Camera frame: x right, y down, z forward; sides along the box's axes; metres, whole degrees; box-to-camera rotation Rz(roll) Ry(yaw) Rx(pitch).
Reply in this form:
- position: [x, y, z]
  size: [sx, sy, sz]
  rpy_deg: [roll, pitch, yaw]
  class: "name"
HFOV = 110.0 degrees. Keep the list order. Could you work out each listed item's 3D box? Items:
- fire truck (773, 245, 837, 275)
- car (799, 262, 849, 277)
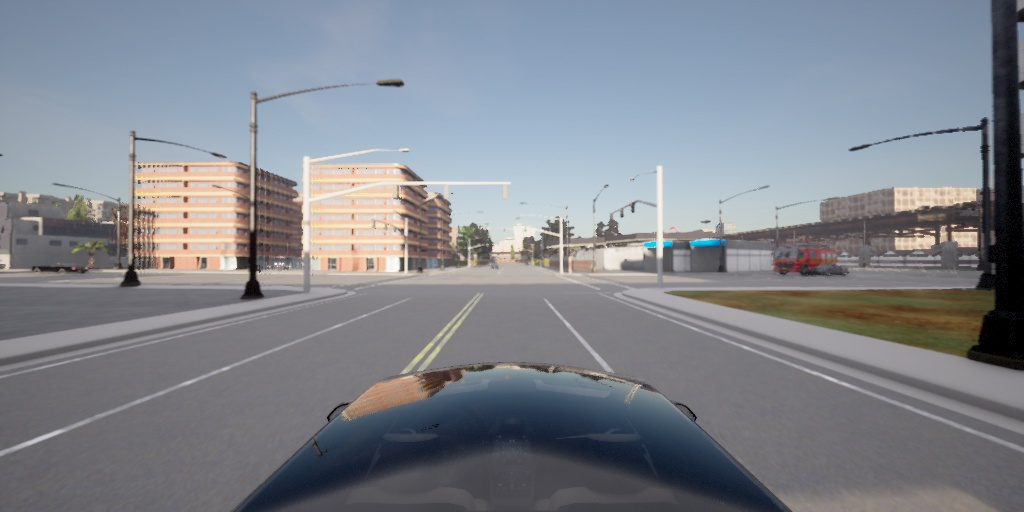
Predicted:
- position: [37.394, 0.525, 45.708]
  size: [8.468, 3.827, 2.891]
  rpy_deg: [0, -1, -23]
  class: "fire truck"
- position: [36.714, 1.685, 41.787]
  size: [5.357, 1.411, 2.033]
  rpy_deg: [0, -1, -19]
  class: "car"
